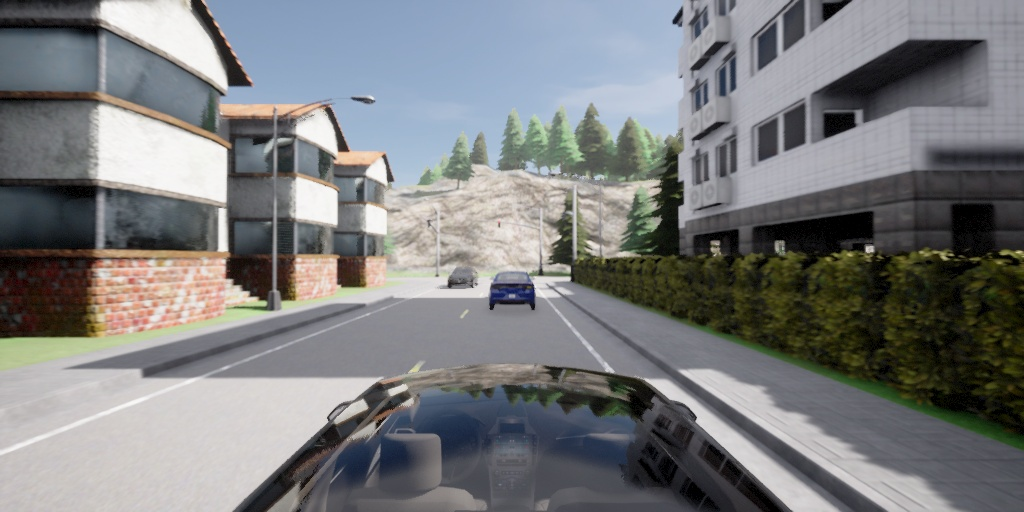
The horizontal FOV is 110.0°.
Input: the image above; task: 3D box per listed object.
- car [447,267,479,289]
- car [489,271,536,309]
[{"bbox_3d":[-3.514,1.533,26.339,1.837,1.490,4.892,0,-1,0],"label":"car"},{"bbox_3d":[0.025,1.388,16.071,1.882,1.535,5.008,0,0,0],"label":"car"}]
